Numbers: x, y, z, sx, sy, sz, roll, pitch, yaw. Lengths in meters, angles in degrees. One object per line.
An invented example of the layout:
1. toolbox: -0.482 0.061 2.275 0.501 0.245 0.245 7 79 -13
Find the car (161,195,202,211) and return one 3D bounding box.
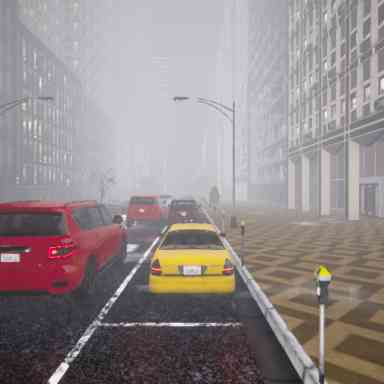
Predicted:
1. car: -0.465 1.311 20.672 2.192 1.841 5.009 -1 0 0

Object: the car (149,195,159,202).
1. car: -8.843 1.508 77.339 1.752 1.417 4.829 -1 0 0

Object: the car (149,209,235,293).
1. car: 0.004 1.455 8.841 1.801 1.575 5.366 0 0 0

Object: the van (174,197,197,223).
1. van: -0.465 1.336 26.356 1.690 1.788 3.998 -1 0 0

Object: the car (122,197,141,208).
1. car: -8.843 1.541 49.090 2.008 1.369 4.403 -1 0 0

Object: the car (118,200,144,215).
1. car: -6.233 1.558 34.403 1.994 1.385 4.181 0 0 0

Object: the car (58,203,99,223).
1. car: -8.843 1.577 26.356 1.802 1.307 4.206 -1 0 0

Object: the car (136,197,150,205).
1. car: -8.843 1.569 60.458 1.802 1.307 4.206 -1 0 0

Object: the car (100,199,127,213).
1. car: -8.844 1.544 37.723 2.008 1.369 4.403 -1 0 0

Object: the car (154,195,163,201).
1. car: -8.844 1.545 88.876 1.947 1.339 4.313 -1 0 0

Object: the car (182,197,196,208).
1. car: -0.463 1.541 49.090 2.008 1.369 4.403 -1 0 0

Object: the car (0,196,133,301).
1. car: -3.152 1.221 8.437 2.150 2.045 5.566 0 0 0

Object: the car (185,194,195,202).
1. car: -0.465 1.298 77.509 2.192 1.841 5.009 -1 0 0

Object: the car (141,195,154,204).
1. car: -8.845 1.426 66.141 1.967 1.590 4.097 -1 0 0

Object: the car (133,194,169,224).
1. car: -3.066 1.219 23.105 2.150 2.045 5.566 0 0 0

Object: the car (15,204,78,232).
1. car: -8.844 1.547 20.672 2.008 1.369 4.403 -1 0 0
